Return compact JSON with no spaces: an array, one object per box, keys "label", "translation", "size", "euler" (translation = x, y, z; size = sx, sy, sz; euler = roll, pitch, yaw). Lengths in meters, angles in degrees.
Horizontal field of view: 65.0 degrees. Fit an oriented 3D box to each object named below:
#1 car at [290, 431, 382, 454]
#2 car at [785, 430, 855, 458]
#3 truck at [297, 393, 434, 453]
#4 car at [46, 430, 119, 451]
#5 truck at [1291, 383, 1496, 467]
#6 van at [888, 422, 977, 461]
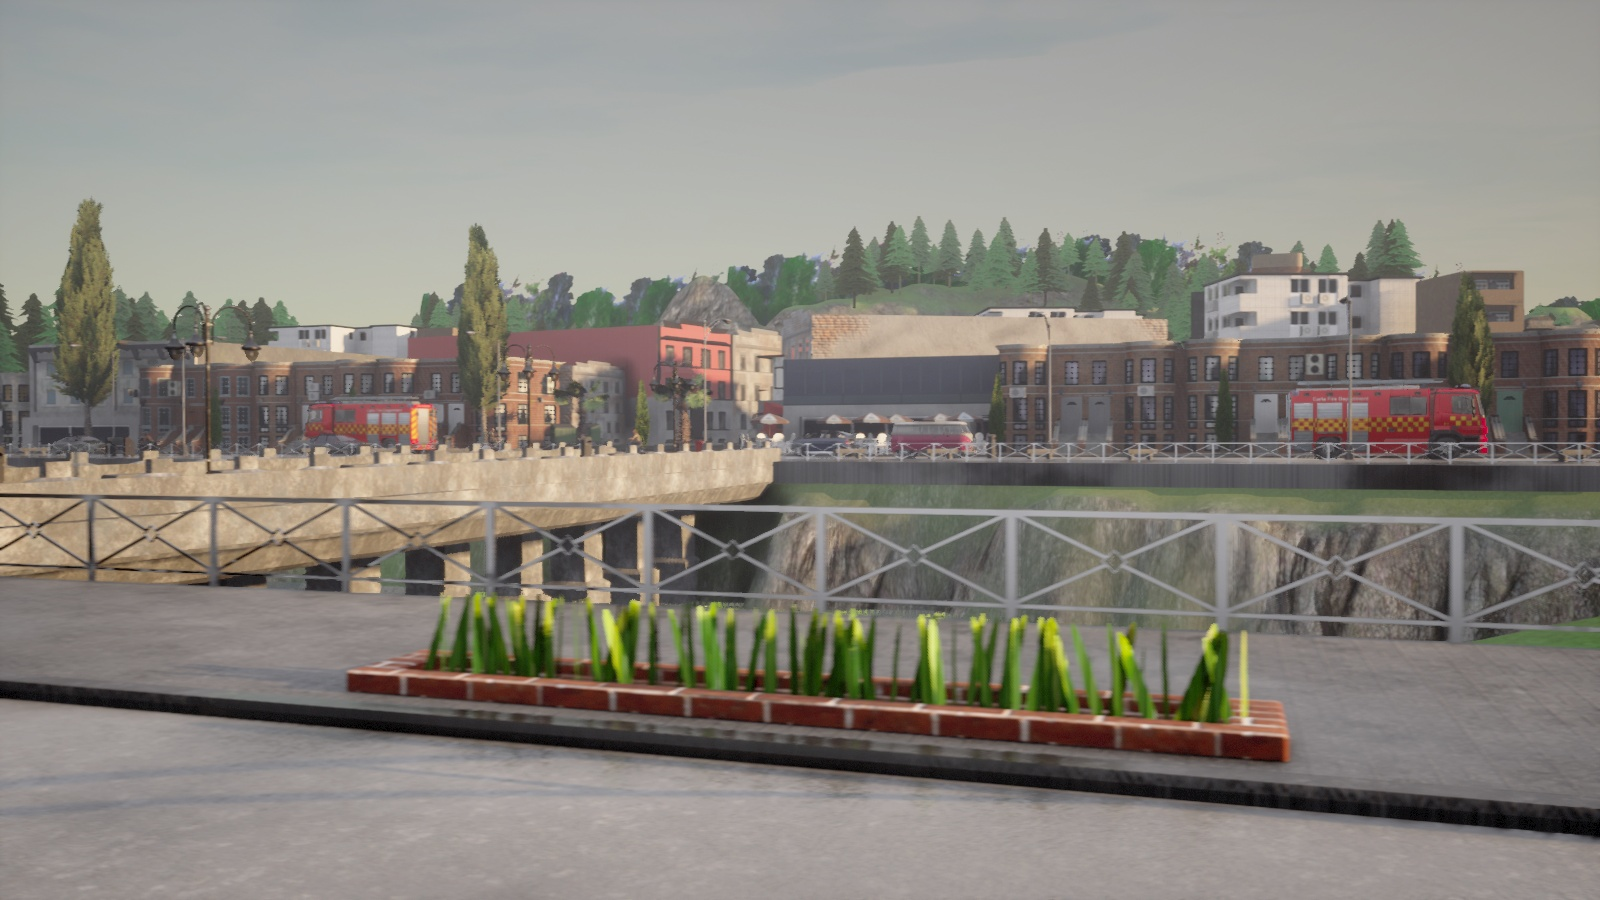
[{"label":"car","translation":[-29.014,-0.493,78.537],"size":[5.357,1.411,2.033],"euler":[1,1,19]},{"label":"car","translation":[1.173,-0.353,72.619],"size":[3.705,1.549,1.789],"euler":[1,1,18]},{"label":"truck","translation":[-28.573,-1.768,82.592],"size":[8.468,3.827,2.891],"euler":[1,1,19]},{"label":"car","translation":[-48.608,-0.655,85.120],"size":[4.181,1.385,1.994],"euler":[1,1,19]},{"label":"truck","translation":[27.864,-1.185,59.415],"size":[8.468,3.827,2.891],"euler":[1,1,19]},{"label":"van","translation":[7.013,-0.458,66.432],"size":[4.442,1.987,1.775],"euler":[1,1,19]}]
